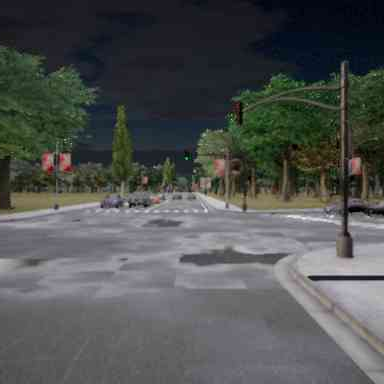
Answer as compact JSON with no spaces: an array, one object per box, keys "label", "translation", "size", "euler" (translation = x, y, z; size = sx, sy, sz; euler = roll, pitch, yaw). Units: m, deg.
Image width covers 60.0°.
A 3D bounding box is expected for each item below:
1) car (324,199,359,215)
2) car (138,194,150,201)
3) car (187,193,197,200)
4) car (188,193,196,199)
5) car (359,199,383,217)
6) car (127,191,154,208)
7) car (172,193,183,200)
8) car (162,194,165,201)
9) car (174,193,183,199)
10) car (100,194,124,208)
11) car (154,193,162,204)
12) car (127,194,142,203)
[{"label":"car","translation":[14.590,1.365,31.097],"size":[4.902,1.511,2.128],"euler":[0,0,-23]},{"label":"car","translation":[-9.819,1.165,68.673],"size":[1.895,1.301,4.718],"euler":[0,0,0]},{"label":"car","translation":[-0.072,1.068,72.509],"size":[2.128,1.511,4.902],"euler":[0,0,0]},{"label":"car","translation":[-0.083,0.929,82.956],"size":[1.895,1.301,4.718],"euler":[0,0,0]},{"label":"car","translation":[17.201,1.355,28.668],"size":[5.008,1.535,1.882],"euler":[0,0,-23]},{"label":"car","translation":[-6.614,0.945,42.457],"size":[2.150,2.045,5.566],"euler":[0,0,0]},{"label":"car","translation":[-3.322,1.068,72.506],"size":[2.128,1.511,4.902],"euler":[0,0,0]},{"label":"car","translation":[-6.569,1.093,68.934],"size":[1.812,1.442,4.674],"euler":[0,0,0]},{"label":"car","translation":[-3.333,0.929,82.952],"size":[1.895,1.301,4.718],"euler":[0,0,0]},{"label":"car","translation":[-9.866,1.082,41.350],"size":[2.097,1.767,4.553],"euler":[0,0,0]},{"label":"car","translation":[-6.606,1.004,54.358],"size":[2.097,1.767,4.553],"euler":[0,0,0]},{"label":"car","translation":[-9.831,1.139,57.251],"size":[1.837,1.490,4.892],"euler":[0,0,1]}]
